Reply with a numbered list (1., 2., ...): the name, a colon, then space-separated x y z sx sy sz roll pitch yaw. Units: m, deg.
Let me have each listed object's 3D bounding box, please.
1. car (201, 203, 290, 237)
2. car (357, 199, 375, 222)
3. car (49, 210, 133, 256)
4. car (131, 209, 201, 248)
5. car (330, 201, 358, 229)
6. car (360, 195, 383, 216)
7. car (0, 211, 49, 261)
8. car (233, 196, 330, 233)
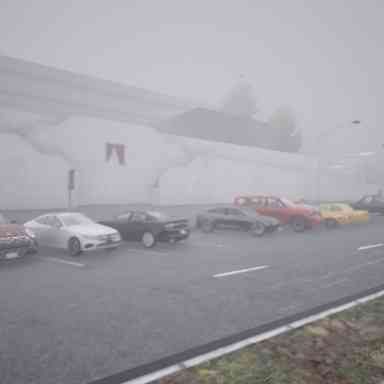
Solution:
1. car: 2.522 1.523 18.308 4.792 1.488 2.163 -1 -1 35
2. car: 9.672 1.500 23.647 5.366 1.575 1.946 -1 -1 35
3. car: -4.839 1.537 13.100 4.674 1.452 2.002 -1 -1 35
4. car: -2.390 1.497 14.833 5.008 1.535 2.097 -1 0 35
5. car: 7.539 1.490 21.701 5.366 1.575 1.946 -1 -1 35
6. car: 14.686 1.265 27.040 5.566 2.045 2.435 -1 -1 35
7. car: -7.308 1.367 11.377 4.553 1.767 2.185 -1 -1 35
8. car: 4.965 1.243 20.055 5.566 2.045 2.435 -1 -1 35
